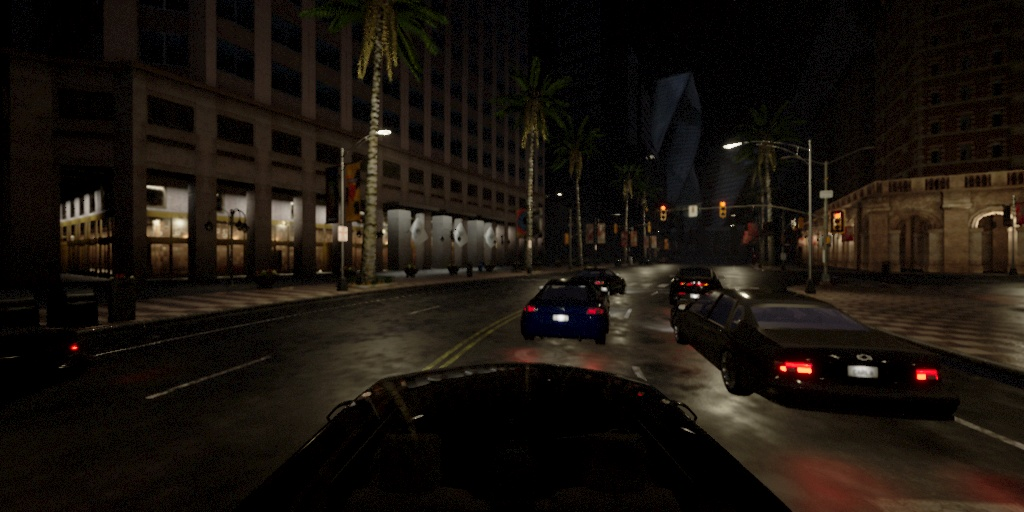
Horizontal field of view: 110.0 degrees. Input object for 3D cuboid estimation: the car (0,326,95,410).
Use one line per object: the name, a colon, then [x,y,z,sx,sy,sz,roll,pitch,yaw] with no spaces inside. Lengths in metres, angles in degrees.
car: [-6.951,1.296,2.622,2.033,1.411,5.357,0,0,3]

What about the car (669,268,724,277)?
car: [7.878,1.226,15.383,1.837,1.490,4.892,0,0,28]

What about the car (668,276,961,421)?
car: [4.277,1.287,6.326,2.033,1.411,5.357,0,0,11]

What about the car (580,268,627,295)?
car: [4.187,1.281,17.586,1.994,1.385,4.181,0,0,32]

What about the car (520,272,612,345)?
car: [1.580,1.297,9.650,1.994,1.385,4.181,0,0,15]
